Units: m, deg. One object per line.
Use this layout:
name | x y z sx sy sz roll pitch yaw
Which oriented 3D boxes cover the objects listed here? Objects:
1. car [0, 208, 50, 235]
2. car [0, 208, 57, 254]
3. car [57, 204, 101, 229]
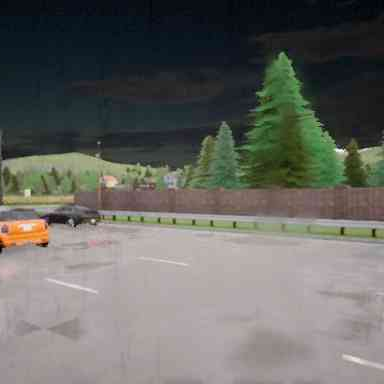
car | -10.909 1.718 20.413 4.718 1.301 1.895 0 0 36
car | -8.066 1.436 14.071 4.553 1.767 2.097 0 0 36
car | -8.344 1.618 22.882 4.892 1.490 1.837 0 0 36
